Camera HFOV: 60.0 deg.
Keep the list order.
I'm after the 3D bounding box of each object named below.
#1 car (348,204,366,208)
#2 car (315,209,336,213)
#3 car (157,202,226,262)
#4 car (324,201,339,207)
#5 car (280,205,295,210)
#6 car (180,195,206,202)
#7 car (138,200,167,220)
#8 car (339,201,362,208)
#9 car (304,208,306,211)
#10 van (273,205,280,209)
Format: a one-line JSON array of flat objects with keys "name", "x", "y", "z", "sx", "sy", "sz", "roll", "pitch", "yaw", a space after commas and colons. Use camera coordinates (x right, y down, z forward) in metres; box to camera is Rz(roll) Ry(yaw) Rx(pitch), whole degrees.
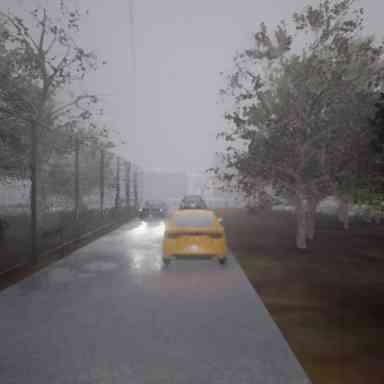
[{"name": "car", "x": 40.268, "y": 3.042, "z": 79.479, "sx": 5.566, "sy": 2.045, "sz": 2.435, "roll": -1, "pitch": 2, "yaw": -17}, {"name": "car", "x": 19.830, "y": 3.823, "z": 47.462, "sx": 2.435, "sy": 2.045, "sz": 5.566, "roll": 0, "pitch": 2, "yaw": -18}, {"name": "car", "x": 0.078, "y": 1.333, "z": 11.487, "sx": 1.882, "sy": 1.535, "sz": 5.008, "roll": 0, "pitch": 1, "yaw": 0}, {"name": "car", "x": 26.416, "y": 3.415, "z": 64.253, "sx": 2.435, "sy": 2.045, "sz": 5.566, "roll": 0, "pitch": 1, "yaw": -18}, {"name": "car", "x": 17.575, "y": 3.413, "z": 64.486, "sx": 2.435, "sy": 2.045, "sz": 5.566, "roll": 0, "pitch": 0, "yaw": -18}, {"name": "car", "x": 0.085, "y": 1.006, "z": 27.671, "sx": 2.097, "sy": 1.767, "sz": 4.553, "roll": 0, "pitch": 1, "yaw": 0}, {"name": "car", "x": -2.828, "y": 1.287, "z": 25.061, "sx": 1.895, "sy": 1.301, "sz": 4.718, "roll": 0, "pitch": 1, "yaw": 0}, {"name": "car", "x": 40.803, "y": 3.143, "z": 85.556, "sx": 5.366, "sy": 1.575, "sz": 1.946, "roll": -1, "pitch": 1, "yaw": -17}, {"name": "car", "x": 20.533, "y": 3.414, "z": 64.392, "sx": 2.435, "sy": 2.045, "sz": 5.566, "roll": 0, "pitch": 1, "yaw": -18}, {"name": "van", "x": 14.563, "y": 3.437, "z": 64.713, "sx": 1.878, "sy": 1.987, "sz": 4.442, "roll": 0, "pitch": 1, "yaw": -18}]
